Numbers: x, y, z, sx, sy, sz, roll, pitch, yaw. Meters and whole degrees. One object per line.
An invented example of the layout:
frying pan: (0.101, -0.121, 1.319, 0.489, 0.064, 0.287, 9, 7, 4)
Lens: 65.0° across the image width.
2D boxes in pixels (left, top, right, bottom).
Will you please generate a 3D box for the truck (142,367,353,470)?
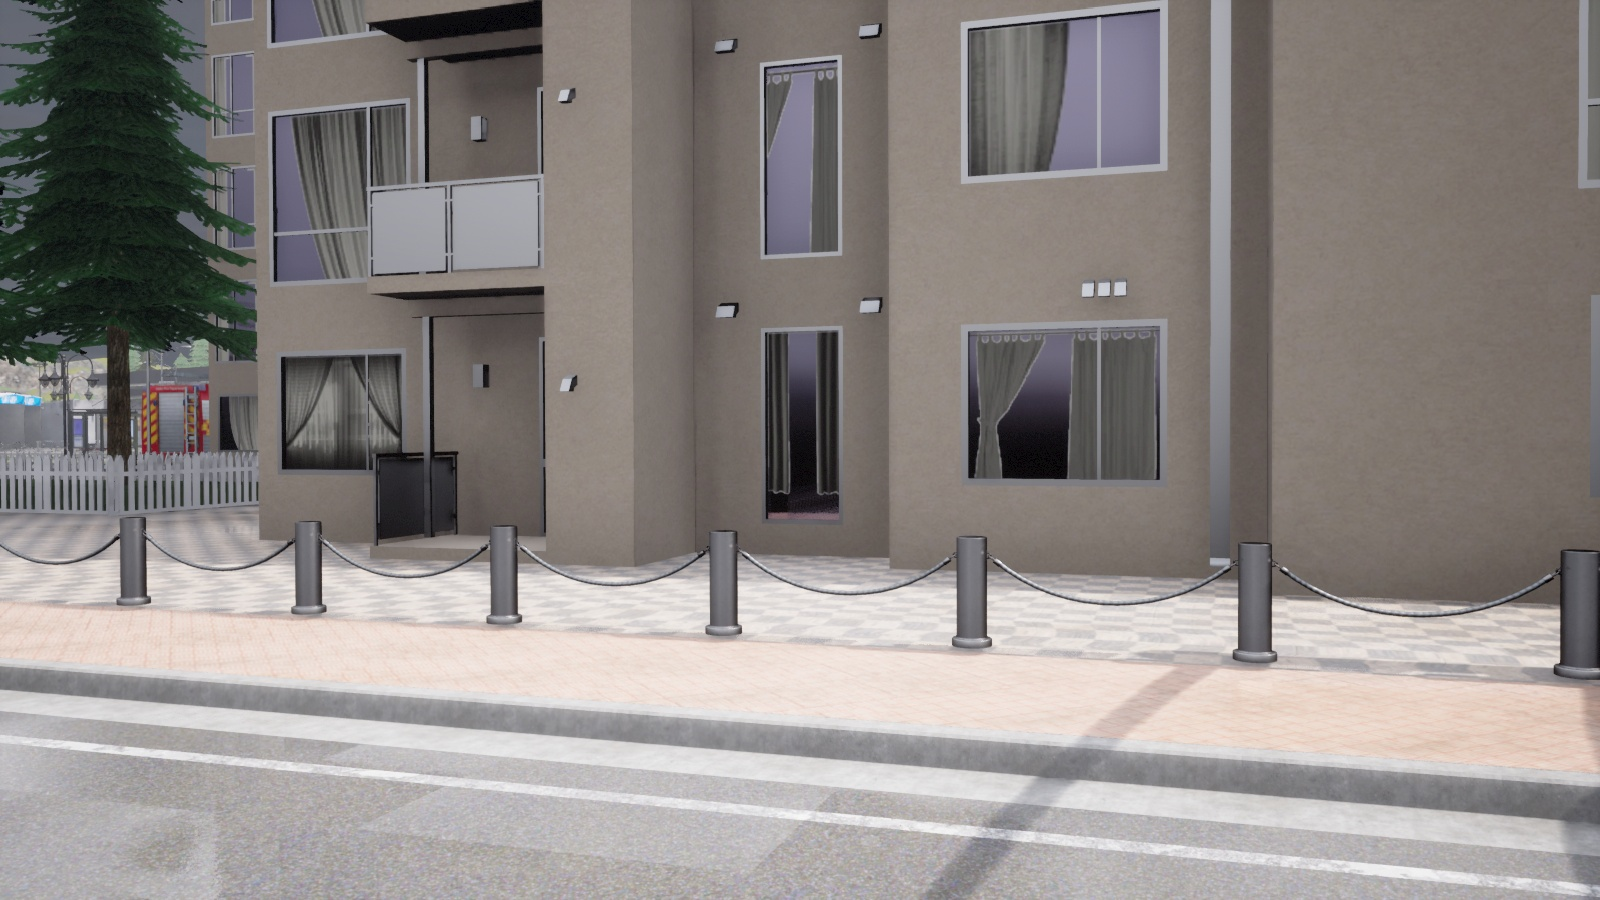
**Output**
truck: (-22.109, -1.252, 50.959, 2.891, 3.827, 8.468, 1, 1, 18)
